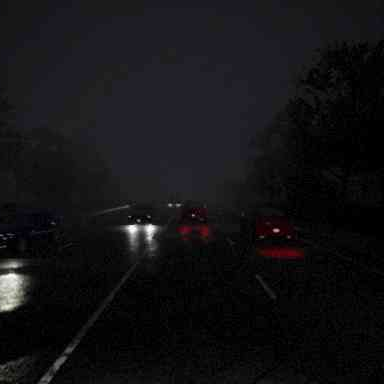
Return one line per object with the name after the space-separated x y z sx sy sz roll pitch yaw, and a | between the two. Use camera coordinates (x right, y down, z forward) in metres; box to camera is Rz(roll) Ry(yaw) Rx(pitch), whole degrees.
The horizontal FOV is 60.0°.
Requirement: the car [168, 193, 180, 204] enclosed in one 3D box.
-3.448 1.257 64.992 2.150 2.045 5.566 0 0 1 | car

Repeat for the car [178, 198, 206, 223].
0.098 1.491 25.823 1.882 1.535 5.008 0 0 0 | car

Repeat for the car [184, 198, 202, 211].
0.094 1.514 42.980 2.128 1.511 4.902 0 0 0 | car

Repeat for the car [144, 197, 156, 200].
-7.050 1.555 55.688 1.812 1.442 4.674 0 0 1 | car

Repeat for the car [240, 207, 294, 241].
3.596 1.487 16.656 1.882 1.535 5.008 0 0 0 | car

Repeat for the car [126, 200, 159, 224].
-3.604 1.561 25.246 2.033 1.411 5.357 0 0 0 | car

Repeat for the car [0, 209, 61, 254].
-7.103 1.485 13.719 1.882 1.535 5.008 0 0 0 | car
